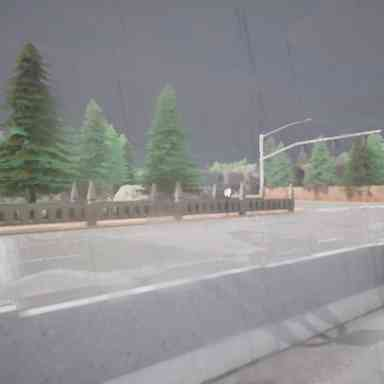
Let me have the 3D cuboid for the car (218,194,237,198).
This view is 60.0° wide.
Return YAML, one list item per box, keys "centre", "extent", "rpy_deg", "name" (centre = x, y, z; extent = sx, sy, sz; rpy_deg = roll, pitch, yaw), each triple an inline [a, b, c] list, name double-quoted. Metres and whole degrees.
- centre: [4.149, 1.098, 51.357]
  extent: [2.128, 1.511, 4.902]
  rpy_deg: [-1, 0, -35]
  name: "car"
